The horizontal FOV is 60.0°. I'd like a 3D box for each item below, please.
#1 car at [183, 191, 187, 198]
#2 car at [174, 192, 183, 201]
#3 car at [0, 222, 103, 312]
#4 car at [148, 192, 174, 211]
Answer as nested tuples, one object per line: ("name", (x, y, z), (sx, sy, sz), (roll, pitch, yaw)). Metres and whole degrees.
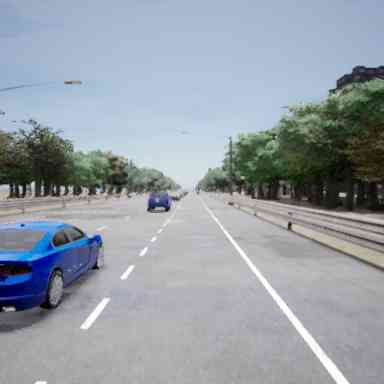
("car", (-3.161, 0.927, 90.978), (1.895, 1.301, 4.718), (0, 0, 0))
("car", (-3.274, 1.111, 66.799), (1.895, 1.301, 4.718), (0, 0, 0))
("car", (-3.493, 1.419, 7.698), (1.882, 1.535, 5.008), (0, 0, 0))
("car", (-3.420, 0.960, 35.654), (2.150, 2.045, 5.566), (0, 0, 0))
